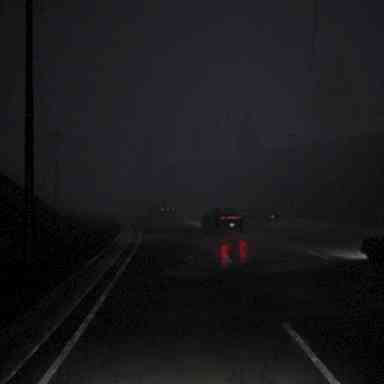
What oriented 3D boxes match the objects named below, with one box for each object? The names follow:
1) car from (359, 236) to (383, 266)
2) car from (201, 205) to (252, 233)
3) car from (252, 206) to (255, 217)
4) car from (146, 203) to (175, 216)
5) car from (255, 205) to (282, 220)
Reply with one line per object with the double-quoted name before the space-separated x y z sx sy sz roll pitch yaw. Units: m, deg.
"car" 6.767 1.612 8.955 2.033 1.411 5.357 0 -1 -3
"car" 1.866 1.716 21.463 2.128 1.511 4.902 0 -1 -10
"car" 3.295 1.863 30.402 2.033 1.411 5.357 0 -1 -18
"car" -3.746 1.987 38.515 2.033 1.411 5.357 0 -1 -26
"car" 6.507 1.914 31.698 1.895 1.301 4.718 0 -1 -17
